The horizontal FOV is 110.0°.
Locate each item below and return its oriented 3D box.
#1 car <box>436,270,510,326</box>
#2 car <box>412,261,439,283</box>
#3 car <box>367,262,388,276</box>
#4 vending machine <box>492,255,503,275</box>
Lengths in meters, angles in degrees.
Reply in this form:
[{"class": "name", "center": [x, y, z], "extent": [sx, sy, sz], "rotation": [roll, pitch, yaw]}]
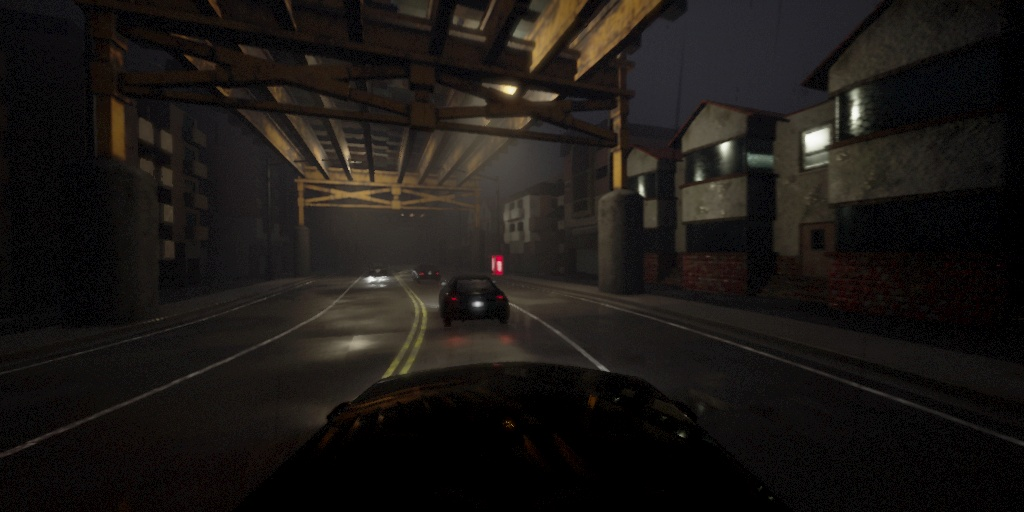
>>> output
[{"class": "car", "center": [-1.381, 1.317, 11.948], "extent": [1.994, 1.385, 4.181], "rotation": [-1, 0, -12]}, {"class": "car", "center": [-6.921, 1.352, 28.843], "extent": [2.033, 1.411, 5.357], "rotation": [-1, 0, -20]}, {"class": "car", "center": [-14.655, 1.389, 39.287], "extent": [2.128, 1.511, 4.902], "rotation": [-1, 0, -20]}, {"class": "vending machine", "center": [-1.398, 0.913, 34.992], "extent": [1.100, 2.100, 0.880], "rotation": [0, 0, -20]}]
